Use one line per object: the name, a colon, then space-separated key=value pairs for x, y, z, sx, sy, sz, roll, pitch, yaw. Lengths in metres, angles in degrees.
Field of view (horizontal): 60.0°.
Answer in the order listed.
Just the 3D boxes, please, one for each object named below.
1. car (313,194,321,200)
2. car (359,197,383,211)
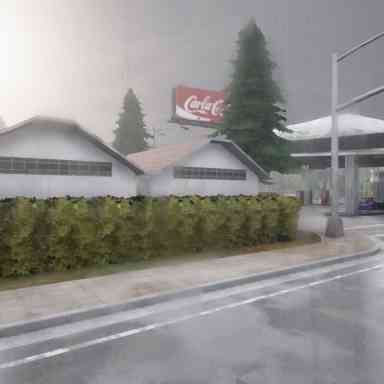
car: x=32.903 y=1.330 z=89.496 sx=2.152 sy=1.636 sz=5.027 roll=0 pitch=0 yaw=-36
car: x=21.818 y=1.480 z=40.006 sx=4.611 sy=1.667 sz=2.242 roll=0 pitch=0 yaw=-36
